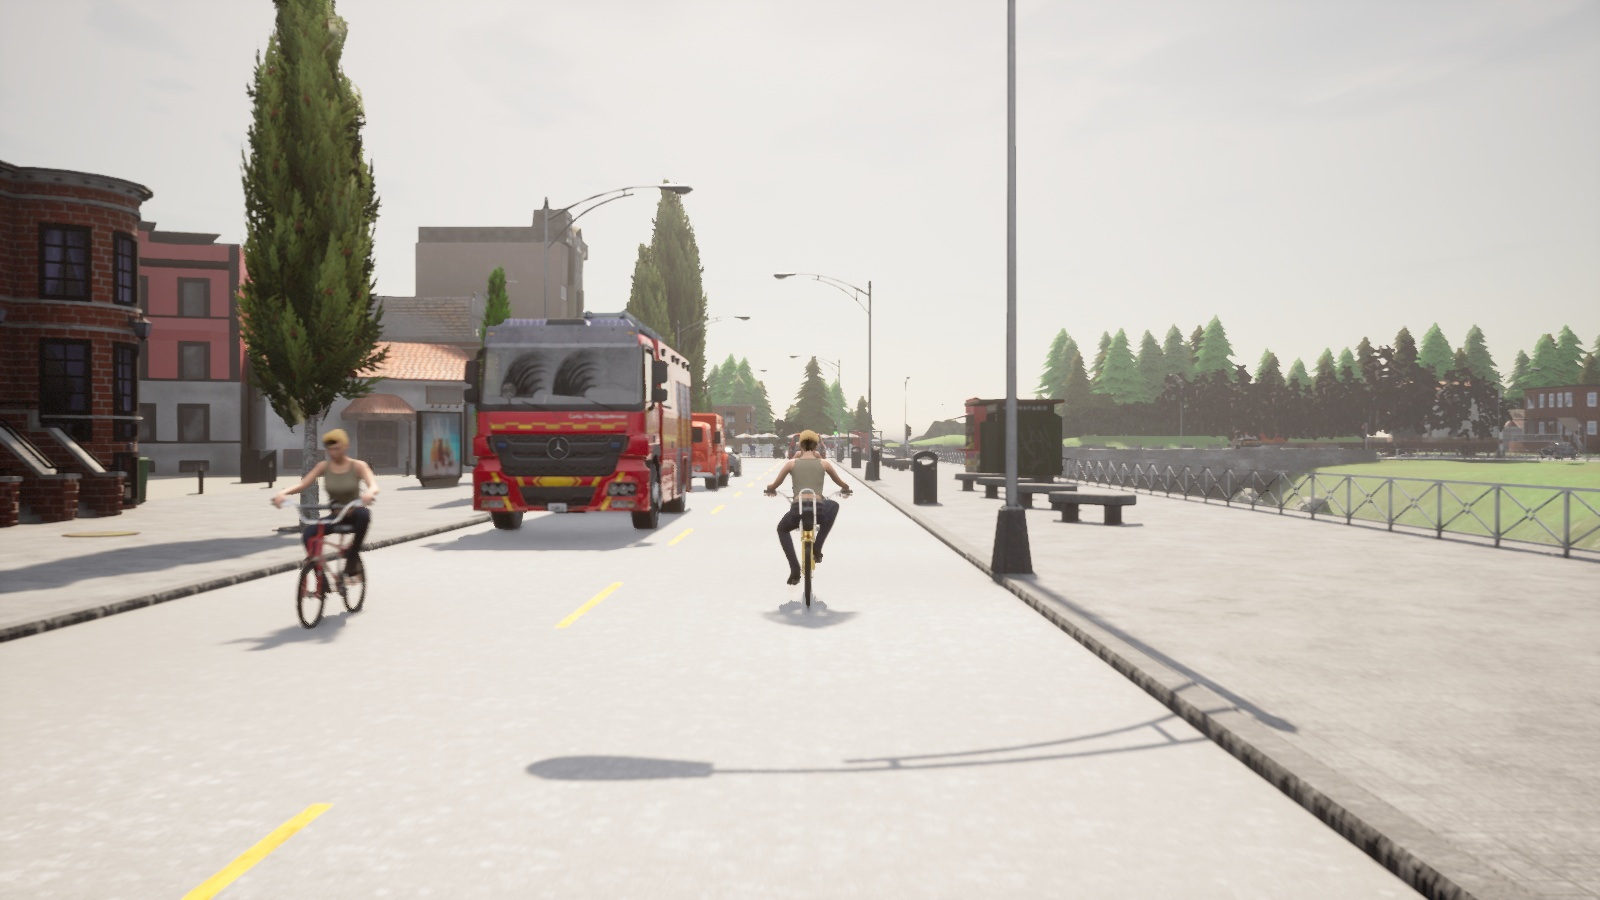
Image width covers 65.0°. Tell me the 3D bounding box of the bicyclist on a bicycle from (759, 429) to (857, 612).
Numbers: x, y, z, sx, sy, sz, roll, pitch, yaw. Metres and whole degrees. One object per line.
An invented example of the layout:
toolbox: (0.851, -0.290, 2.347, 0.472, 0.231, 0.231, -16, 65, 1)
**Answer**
bicyclist on a bicycle: (0.077, 0.616, 11.847, 0.866, 1.612, 1.509, 0, 0, 1)

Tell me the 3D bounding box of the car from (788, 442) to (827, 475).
car: (0.347, 0.388, 59.943, 1.789, 1.549, 3.705, 0, 0, 0)

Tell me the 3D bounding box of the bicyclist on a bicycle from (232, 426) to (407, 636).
bicyclist on a bicycle: (-3.926, 0.621, 10.401, 0.866, 1.612, 1.509, 0, 0, 0)

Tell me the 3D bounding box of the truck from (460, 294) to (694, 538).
truck: (-3.851, -0.556, 23.874, 2.891, 3.827, 8.468, 0, 0, 0)

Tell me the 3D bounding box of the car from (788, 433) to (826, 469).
car: (0.425, 0.049, 73.896, 2.150, 2.045, 5.566, 0, 0, 0)

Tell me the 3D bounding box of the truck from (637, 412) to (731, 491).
truck: (-3.752, 0.022, 41.711, 2.627, 2.467, 5.204, 0, 0, 0)

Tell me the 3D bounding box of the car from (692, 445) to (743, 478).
car: (-3.671, 0.489, 56.522, 1.994, 1.385, 4.181, 0, 0, 0)
